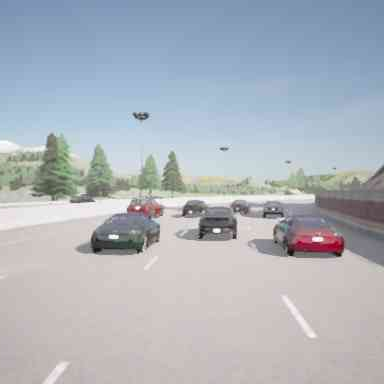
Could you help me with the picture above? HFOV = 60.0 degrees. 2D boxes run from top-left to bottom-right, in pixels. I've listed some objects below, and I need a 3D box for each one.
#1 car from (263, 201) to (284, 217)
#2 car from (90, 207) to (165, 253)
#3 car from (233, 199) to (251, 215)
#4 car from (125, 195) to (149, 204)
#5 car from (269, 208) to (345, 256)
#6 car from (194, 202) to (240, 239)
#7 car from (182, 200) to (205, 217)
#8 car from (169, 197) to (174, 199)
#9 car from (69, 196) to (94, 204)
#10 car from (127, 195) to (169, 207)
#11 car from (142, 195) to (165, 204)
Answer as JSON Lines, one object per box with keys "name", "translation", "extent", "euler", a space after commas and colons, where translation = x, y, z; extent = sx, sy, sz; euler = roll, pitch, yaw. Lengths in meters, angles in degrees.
{"name": "car", "translation": [7.595, 1.533, 30.976], "extent": [2.033, 1.411, 5.357], "euler": [0, 0, 14]}
{"name": "car", "translation": [-2.527, 1.540, 13.636], "extent": [1.994, 1.385, 4.181], "euler": [0, 0, 6]}
{"name": "car", "translation": [5.083, 1.499, 34.985], "extent": [1.812, 1.442, 4.674], "euler": [0, 0, 15]}
{"name": "car", "translation": [-10.564, 1.388, 64.152], "extent": [2.128, 1.511, 4.902], "euler": [0, 0, 24]}
{"name": "car", "translation": [4.456, 1.561, 13.213], "extent": [1.994, 1.385, 4.181], "euler": [0, 0, 6]}
{"name": "car", "translation": [1.444, 1.489, 17.360], "extent": [1.837, 1.490, 4.892], "euler": [0, 0, 8]}
{"name": "car", "translation": [0.439, 1.470, 30.953], "extent": [1.837, 1.490, 4.892], "euler": [0, 0, 13]}
{"name": "car", "translation": [-4.342, 1.517, 60.914], "extent": [1.895, 1.301, 4.718], "euler": [0, 0, 24]}
{"name": "car", "translation": [-18.144, 1.388, 54.756], "extent": [1.837, 1.490, 4.892], "euler": [0, 0, 20]}
{"name": "car", "translation": [-3.812, 1.308, 27.908], "extent": [2.097, 1.767, 4.553], "euler": [0, 0, 12]}
{"name": "car", "translation": [-7.201, 1.396, 63.092], "extent": [2.128, 1.511, 4.902], "euler": [0, 0, 25]}
